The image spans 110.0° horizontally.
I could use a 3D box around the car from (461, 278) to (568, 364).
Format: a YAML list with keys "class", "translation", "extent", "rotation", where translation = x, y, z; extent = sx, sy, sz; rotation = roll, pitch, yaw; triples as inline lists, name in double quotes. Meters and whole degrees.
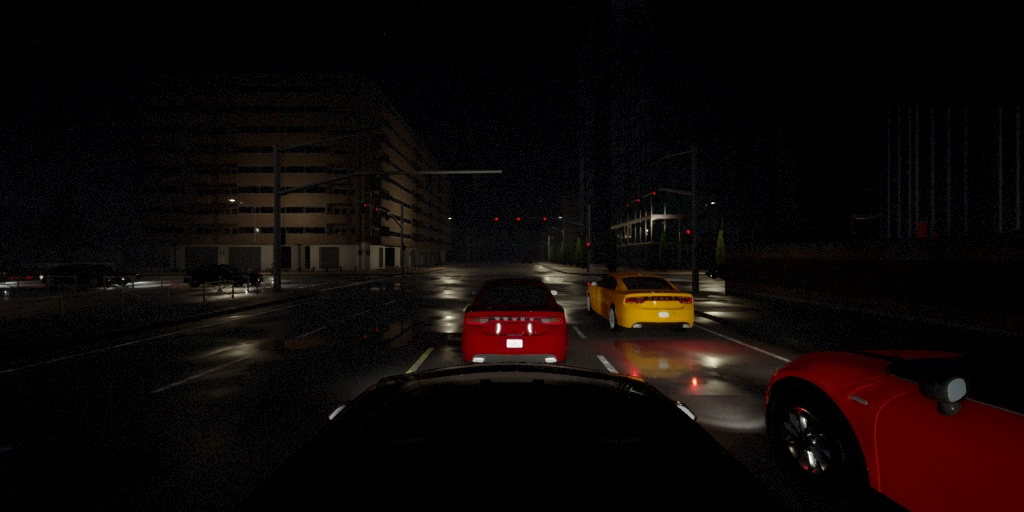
- class: "car"
  translation: [0.062, 1.228, 8.125]
  extent: [1.882, 1.535, 5.008]
  rotation: [0, 0, 0]

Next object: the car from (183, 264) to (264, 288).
- class: "car"
  translation: [-19.417, 1.331, 24.180]
  extent: [4.674, 1.442, 1.812]
  rotation: [0, 0, 0]

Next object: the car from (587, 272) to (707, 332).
- class: "car"
  translation: [3.582, 1.228, 10.898]
  extent: [1.882, 1.535, 5.008]
  rotation: [0, 0, 0]

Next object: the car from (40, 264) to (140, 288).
- class: "car"
  translation: [-28.657, 1.310, 24.201]
  extent: [4.892, 1.490, 1.837]
  rotation: [0, 0, 0]

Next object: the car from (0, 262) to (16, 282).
- class: "car"
  translation: [-42.236, 1.331, 27.776]
  extent: [4.674, 1.442, 1.812]
  rotation: [0, 0, 0]

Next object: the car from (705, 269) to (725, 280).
- class: "car"
  translation: [19.537, 1.406, 31.195]
  extent: [4.718, 1.301, 1.895]
  rotation: [0, 0, 0]

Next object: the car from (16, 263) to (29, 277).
- class: "car"
  translation: [-50.330, 1.297, 34.946]
  extent: [4.902, 1.511, 2.128]
  rotation: [0, 0, 1]

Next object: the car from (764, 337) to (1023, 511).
- class: "car"
  translation: [3.600, 1.102, 1.752]
  extent: [2.097, 1.767, 4.553]
  rotation: [0, 0, 0]

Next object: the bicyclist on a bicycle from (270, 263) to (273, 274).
- class: "bicyclist on a bicycle"
  translation: [-25.518, 1.106, 38.671]
  extent: [0.582, 1.620, 1.656]
  rotation: [0, 0, 0]
